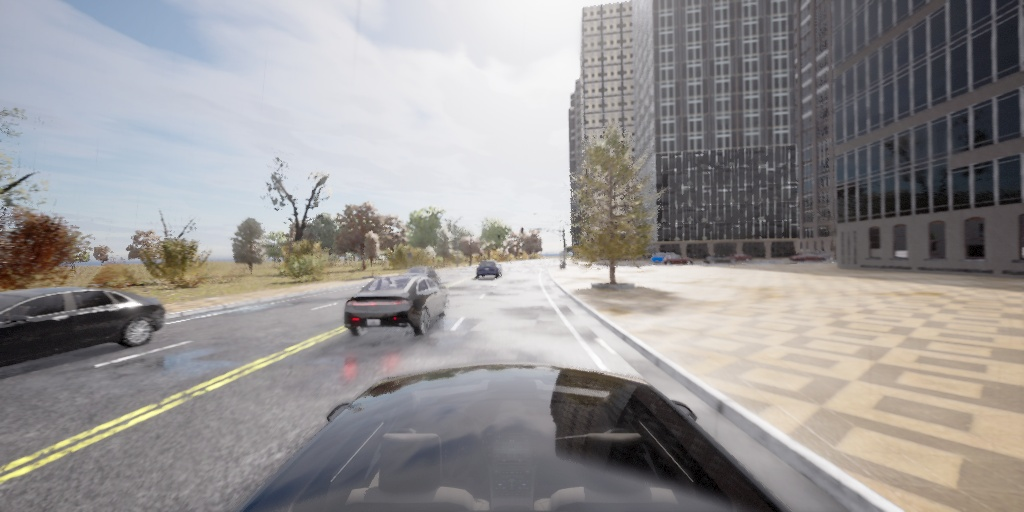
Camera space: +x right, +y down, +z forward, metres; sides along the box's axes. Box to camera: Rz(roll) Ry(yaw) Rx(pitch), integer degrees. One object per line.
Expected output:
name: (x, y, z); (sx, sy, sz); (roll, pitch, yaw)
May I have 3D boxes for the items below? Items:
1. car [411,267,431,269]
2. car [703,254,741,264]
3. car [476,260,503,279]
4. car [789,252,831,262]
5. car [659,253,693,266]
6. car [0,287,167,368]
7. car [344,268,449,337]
car: (-6.204, 1.434, 24.102); (2.033, 1.411, 5.357); (-1, 0, 3)
car: (29.917, 0.539, 51.744); (4.313, 1.339, 1.948); (0, 0, 10)
car: (-2.112, 1.168, 34.564); (2.097, 1.767, 4.553); (-1, 0, 5)
car: (41.143, 0.249, 49.918); (4.207, 1.307, 1.802); (0, 0, 10)
car: (24.301, 0.567, 52.634); (4.097, 1.591, 1.967); (0, 0, 10)
car: (-9.850, 1.448, 7.190); (1.837, 1.490, 4.892); (-1, 0, 0)
car: (-3.131, 1.308, 10.594); (2.128, 1.511, 4.902); (-1, 0, 1)
